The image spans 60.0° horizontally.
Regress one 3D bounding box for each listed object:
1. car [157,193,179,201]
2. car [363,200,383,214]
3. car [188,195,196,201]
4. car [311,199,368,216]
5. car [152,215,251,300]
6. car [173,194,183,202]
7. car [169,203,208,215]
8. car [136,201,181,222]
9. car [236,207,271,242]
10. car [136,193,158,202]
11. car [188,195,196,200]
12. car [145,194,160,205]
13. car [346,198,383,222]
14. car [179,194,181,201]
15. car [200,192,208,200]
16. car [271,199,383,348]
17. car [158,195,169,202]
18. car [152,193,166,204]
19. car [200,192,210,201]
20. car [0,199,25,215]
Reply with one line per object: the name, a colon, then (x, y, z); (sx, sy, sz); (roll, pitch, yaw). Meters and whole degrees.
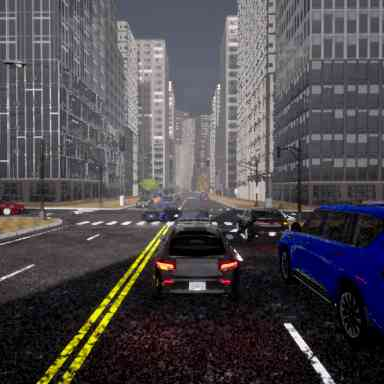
car: (-3.378, 1.318, 47.883); (2.097, 1.767, 4.553); (0, 0, 0)
car: (21.784, 1.643, 36.682); (4.829, 1.417, 1.752); (1, 0, 1)
car: (-0.056, 1.464, 80.807); (2.033, 1.411, 5.357); (0, 0, 0)
car: (15.131, 1.578, 34.229); (5.008, 1.535, 1.882); (0, 1, 2)
car: (0.093, 1.522, 8.270); (1.812, 1.442, 4.674); (0, 0, 0)
car: (-3.304, 1.284, 77.379); (2.097, 1.767, 4.553); (0, 0, 0)
car: (0.089, 1.538, 17.544); (2.033, 1.411, 5.357); (0, 0, 0)
car: (-2.377, 1.603, 25.786); (1.994, 1.385, 4.181); (0, -1, 17)
car: (3.339, 1.496, 16.273); (1.837, 1.490, 4.892); (0, 0, 0)
car: (-6.660, 1.318, 47.835); (2.097, 1.767, 4.553); (0, 0, 1)
car: (-0.063, 1.461, 90.703); (1.994, 1.385, 4.181); (0, 0, 0)
car: (-6.624, 1.309, 56.473); (2.097, 1.767, 4.553); (0, 0, 0)
car: (16.181, 1.519, 28.391); (5.009, 1.841, 2.192); (1, 0, 1)
car: (-3.374, 1.503, 57.355); (2.033, 1.411, 5.357); (0, 0, 0)
car: (3.188, 0.967, 89.619); (2.150, 2.045, 5.566); (0, 0, 0)
car: (3.349, 1.218, 6.413); (2.150, 2.045, 5.566); (0, 0, 0)
car: (-6.554, 1.470, 76.482); (2.033, 1.411, 5.357); (0, 0, 0)
car: (-6.577, 1.166, 66.002); (2.150, 2.045, 5.566); (0, 0, 1)
car: (3.196, 1.443, 79.589); (1.812, 1.442, 4.674); (0, 0, 0)
car: (-18.539, 1.330, 31.516); (5.008, 1.535, 1.882); (1, 1, 1)
